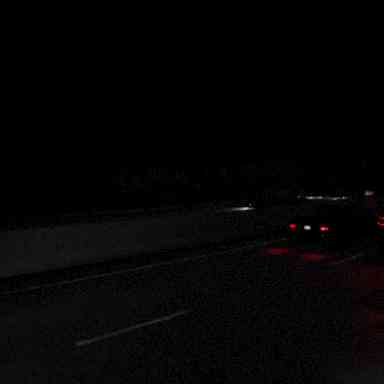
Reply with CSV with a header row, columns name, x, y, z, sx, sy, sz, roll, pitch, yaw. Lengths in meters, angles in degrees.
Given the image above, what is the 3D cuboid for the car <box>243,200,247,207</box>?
name,x,y,z,sx,sy,sz,roll,pitch,yaw
car,7.645,0.922,37.036,2.033,1.411,5.357,-1,1,35

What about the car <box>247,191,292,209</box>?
name,x,y,z,sx,sy,sz,roll,pitch,yaw
car,7.428,0.934,31.002,1.882,1.535,5.008,0,1,38

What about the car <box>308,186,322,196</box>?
name,x,y,z,sx,sy,sz,roll,pitch,yaw
car,25.076,-0.167,67.973,2.150,2.045,5.566,-1,1,12

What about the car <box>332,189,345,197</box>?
name,x,y,z,sx,sy,sz,roll,pitch,yaw
car,27.010,0.211,61.284,1.812,1.442,4.674,-1,1,17

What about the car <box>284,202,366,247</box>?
name,x,y,z,sx,sy,sz,roll,pitch,yaw
car,5.910,1.260,13.505,5.357,1.411,2.033,-2,1,-43

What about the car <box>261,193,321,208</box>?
name,x,y,z,sx,sy,sz,roll,pitch,yaw
car,7.837,1.061,25.916,2.033,1.411,5.357,0,1,41

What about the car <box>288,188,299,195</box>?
name,x,y,z,sx,sy,sz,roll,pitch,yaw
car,22.697,-0.106,74.503,1.895,1.301,4.718,-1,1,9

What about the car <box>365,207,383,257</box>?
name,x,y,z,sx,sy,sz,roll,pitch,yaw
car,7.754,0.937,10.501,5.566,2.045,2.150,-2,1,-43
